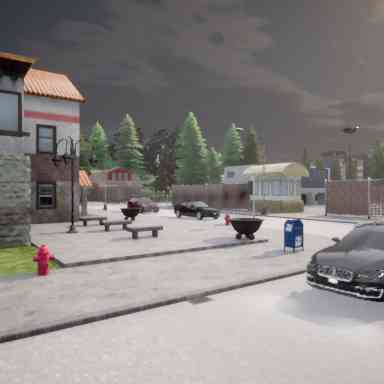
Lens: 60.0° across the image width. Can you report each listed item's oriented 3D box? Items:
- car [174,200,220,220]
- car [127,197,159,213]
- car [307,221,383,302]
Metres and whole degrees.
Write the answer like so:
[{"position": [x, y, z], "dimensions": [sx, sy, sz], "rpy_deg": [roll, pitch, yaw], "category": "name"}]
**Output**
[{"position": [0.348, 1.478, 28.480], "dimensions": [1.882, 1.535, 5.008], "rpy_deg": [0, 0, -35], "category": "car"}, {"position": [-5.407, 1.352, 36.597], "dimensions": [2.097, 1.767, 4.553], "rpy_deg": [0, 0, -35], "category": "car"}, {"position": [4.771, 1.504, 8.013], "dimensions": [4.892, 1.490, 1.837], "rpy_deg": [0, 0, -36], "category": "car"}]
